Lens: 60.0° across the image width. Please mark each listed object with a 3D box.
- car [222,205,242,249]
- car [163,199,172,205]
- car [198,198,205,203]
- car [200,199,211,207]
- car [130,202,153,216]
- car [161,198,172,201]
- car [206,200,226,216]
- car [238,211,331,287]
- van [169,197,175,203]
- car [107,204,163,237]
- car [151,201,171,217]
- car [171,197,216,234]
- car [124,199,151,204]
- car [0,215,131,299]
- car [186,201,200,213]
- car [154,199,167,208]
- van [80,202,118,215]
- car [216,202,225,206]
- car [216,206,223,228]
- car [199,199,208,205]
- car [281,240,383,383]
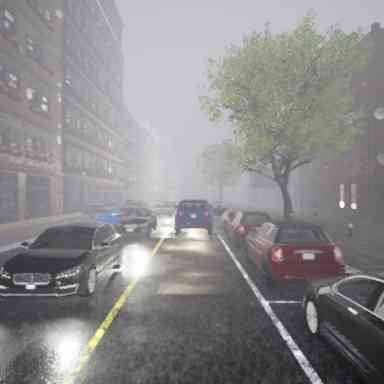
[{"bbox_3d":[2.688,1.578,15.309,1.967,1.590,4.097,0,-1,0],"label":"car"},{"bbox_3d":[-5.700,2.330,77.970,1.947,1.339,4.313,0,-1,0],"label":"car"},{"bbox_3d":[2.679,2.501,95.059,1.887,1.381,4.507,0,-1,0],"label":"car"},{"bbox_3d":[2.682,2.193,66.577,2.008,1.369,4.403,0,-1,0],"label":"car"},{"bbox_3d":[-5.695,1.918,38.096,1.947,1.339,4.313,0,-1,0],"label":"car"},{"bbox_3d":[-3.004,2.012,48.075,1.837,1.490,4.892,0,-1,0],"label":"car"},{"bbox_3d":[2.685,1.792,38.096,1.967,1.590,4.097,0,-1,0],"label":"car"},{"bbox_3d":[2.689,1.527,9.613,1.967,1.590,4.097,0,-1,0],"label":"car"},{"bbox_3d":[-5.703,2.297,95.063,1.690,1.788,3.998,0,-1,0],"label":"van"},{"bbox_3d":[-3.086,1.663,19.183,2.128,1.511,4.902,0,0,0],"label":"car"},{"bbox_3d":[-3.003,1.928,35.245,1.895,1.301,4.718,0,-1,0],"label":"car"},{"bbox_3d":[0.098,1.408,20.576,2.150,2.045,5.566,0,0,0],"label":"car"},{"bbox_3d":[-5.695,1.611,32.401,2.192,1.841,5.009,0,-1,0],"label":"car"},{"bbox_3d":[-3.090,1.584,8.820,1.837,1.490,4.892,0,0,0],"label":"car"},{"bbox_3d":[0.086,1.946,44.910,1.812,1.442,4.674,0,0,0],"label":"car"},{"bbox_3d":[-5.698,2.107,60.712,1.752,1.417,4.829,0,-1,0],"label":"car"},{"bbox_3d":[-5.694,1.530,21.008,1.690,1.788,3.998,0,-1,0],"label":"van"},{"bbox_3d":[2.686,1.847,32.398,2.008,1.369,4.403,0,-1,0],"label":"car"},{"bbox_3d":[2.687,1.771,21.005,1.802,1.307,4.206,0,-1,0],"label":"car"},{"bbox_3d":[2.681,2.309,77.968,1.887,1.381,4.507,0,-1,0],"label":"car"},{"bbox_3d":[2.689,1.587,3.915,2.008,1.369,4.403,0,-1,0],"label":"car"}]
